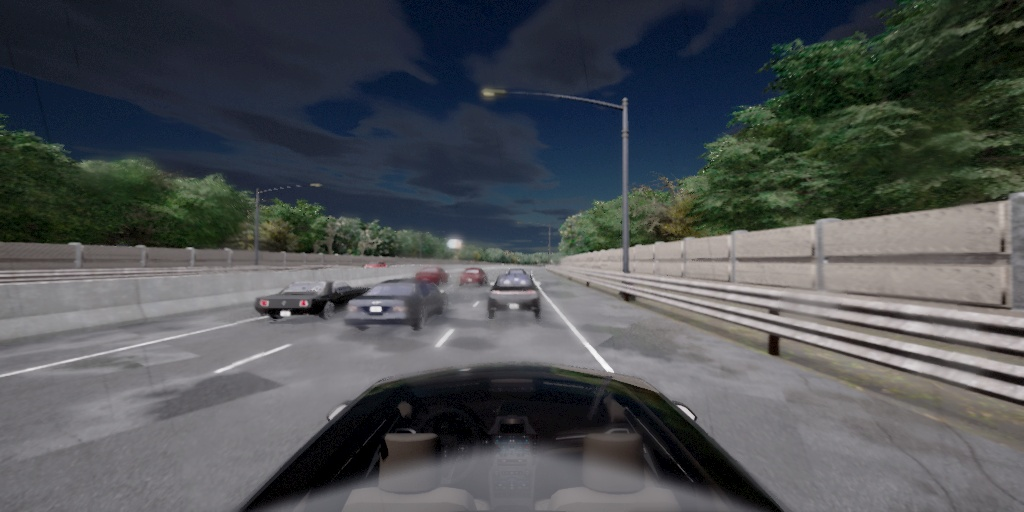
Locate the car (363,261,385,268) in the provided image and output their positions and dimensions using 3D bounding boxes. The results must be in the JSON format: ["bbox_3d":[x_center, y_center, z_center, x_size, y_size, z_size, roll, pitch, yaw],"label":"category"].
[{"bbox_3d":[-23.024,1.929,60.393,2.150,2.045,5.566,0,-1,3],"label":"car"}]

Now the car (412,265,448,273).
[{"bbox_3d":[-6.570,1.646,30.023,1.882,1.535,5.008,0,-1,2],"label":"car"}]

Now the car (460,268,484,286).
[{"bbox_3d":[-3.090,1.685,29.348,1.812,1.442,4.674,0,-1,2],"label":"car"}]

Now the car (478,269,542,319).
[{"bbox_3d":[0.124,1.418,13.750,2.128,1.511,4.902,0,-1,1],"label":"car"}]

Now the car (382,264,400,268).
[{"bbox_3d":[-19.525,2.311,60.272,1.895,1.301,4.718,0,-1,3],"label":"car"}]

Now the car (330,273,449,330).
[{"bbox_3d":[-3.424,1.440,11.634,2.033,1.411,5.357,0,-1,1],"label":"car"}]

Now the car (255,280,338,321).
[{"bbox_3d":[-6.890,1.515,13.212,1.895,1.301,4.718,0,-1,1],"label":"car"}]
